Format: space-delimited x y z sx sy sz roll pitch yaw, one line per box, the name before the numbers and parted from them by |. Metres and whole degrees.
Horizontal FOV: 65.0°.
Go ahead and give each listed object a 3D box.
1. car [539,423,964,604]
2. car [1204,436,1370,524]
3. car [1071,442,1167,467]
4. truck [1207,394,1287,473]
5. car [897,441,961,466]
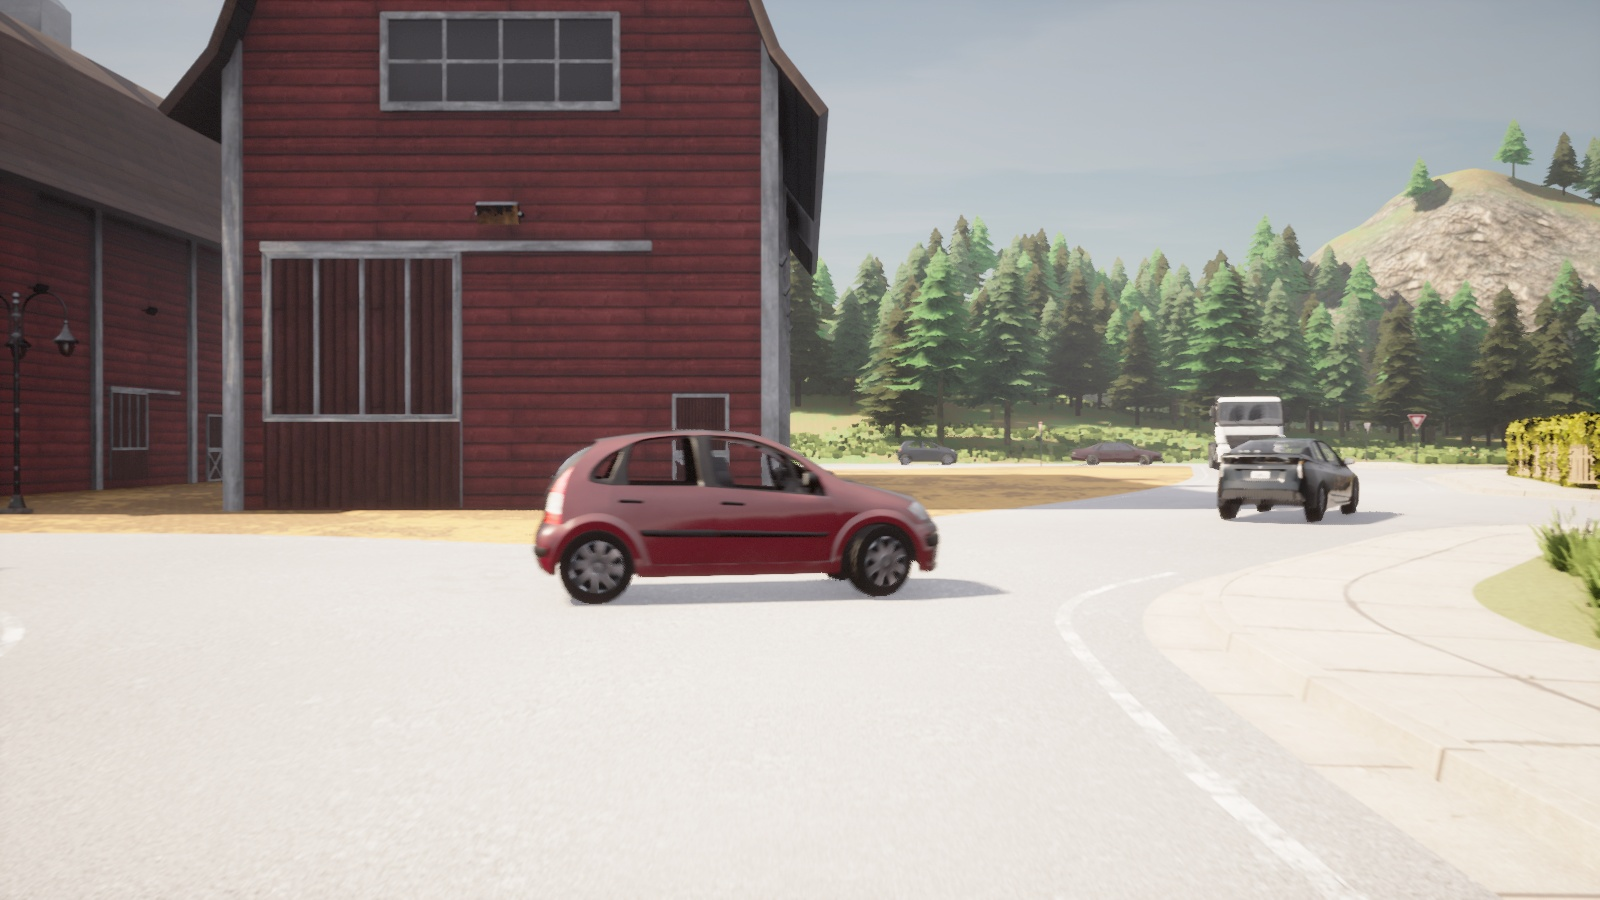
car | -0.567 0.558 12.525 3.988 1.617 1.851 0 1 -12
car | 9.441 0.493 24.119 2.007 1.525 4.514 0 1 34
car | 18.820 0.250 74.127 5.357 1.411 2.033 0 0 19
truck | 20.918 -0.758 59.155 2.891 3.462 7.936 0 0 15
car | 7.706 0.203 75.223 3.633 1.501 1.845 0 0 1
